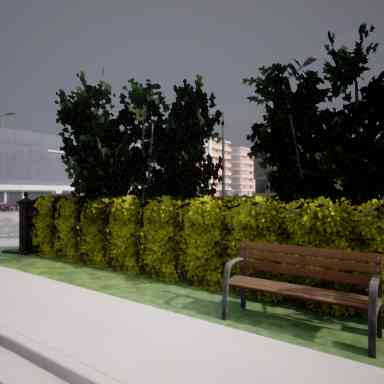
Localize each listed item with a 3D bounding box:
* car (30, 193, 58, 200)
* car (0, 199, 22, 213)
[{"bbox_3d":[-15.249,1.167,36.886,2.150,2.045,5.566,0,0,36],"label":"car"},{"bbox_3d":[-19.074,1.502,37.557,2.033,1.411,5.357,0,0,35],"label":"car"}]
